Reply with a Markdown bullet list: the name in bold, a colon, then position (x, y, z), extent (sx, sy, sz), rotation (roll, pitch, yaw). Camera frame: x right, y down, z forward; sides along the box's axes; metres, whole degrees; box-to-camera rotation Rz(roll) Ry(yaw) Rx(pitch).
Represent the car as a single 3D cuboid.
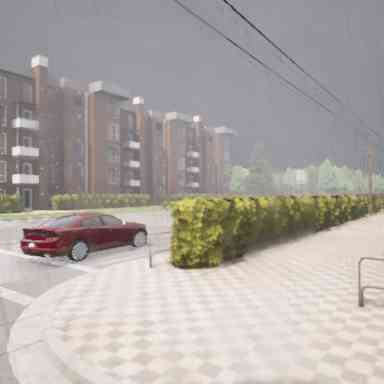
- **car**: position (-3.663, 1.483, 12.331), extent (1.882, 1.535, 5.008), rotation (-1, -1, 30)
